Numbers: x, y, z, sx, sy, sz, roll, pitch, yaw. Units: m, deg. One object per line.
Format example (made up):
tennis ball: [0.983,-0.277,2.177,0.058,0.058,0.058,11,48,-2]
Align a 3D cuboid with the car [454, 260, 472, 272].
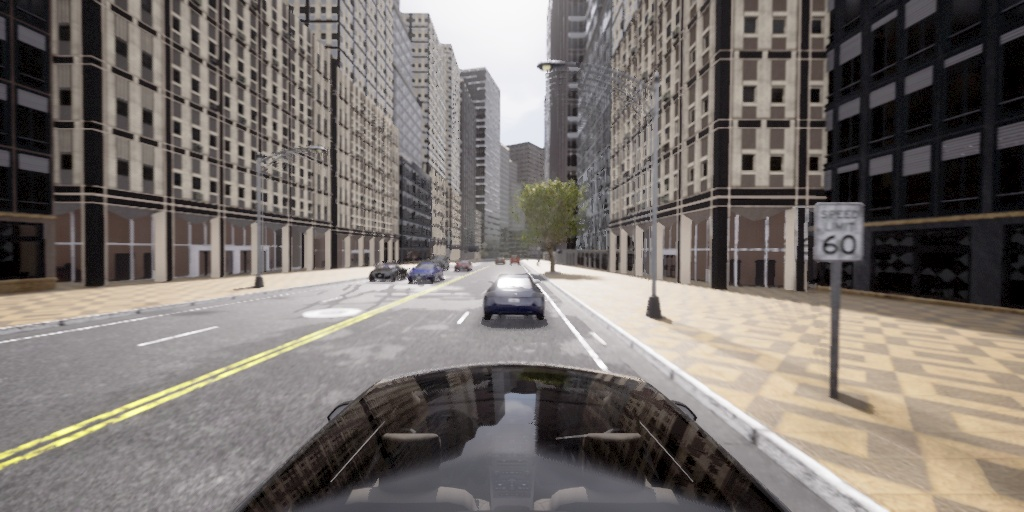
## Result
car: [-6.149,1.225,45.799,1.812,1.442,4.674,0,0,1]

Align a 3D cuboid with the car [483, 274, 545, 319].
car: [0.077,1.313,12.825,1.994,1.385,4.181,0,0,0]

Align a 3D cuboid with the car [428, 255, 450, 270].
car: [-9.395,0.914,45.874,2.150,2.045,5.566,0,0,0]

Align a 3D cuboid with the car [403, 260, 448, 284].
car: [-6.366,1.223,26.923,1.812,1.442,4.674,0,0,1]

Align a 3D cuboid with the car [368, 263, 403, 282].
car: [-9.602,1.241,28.119,1.994,1.385,4.181,0,0,1]
